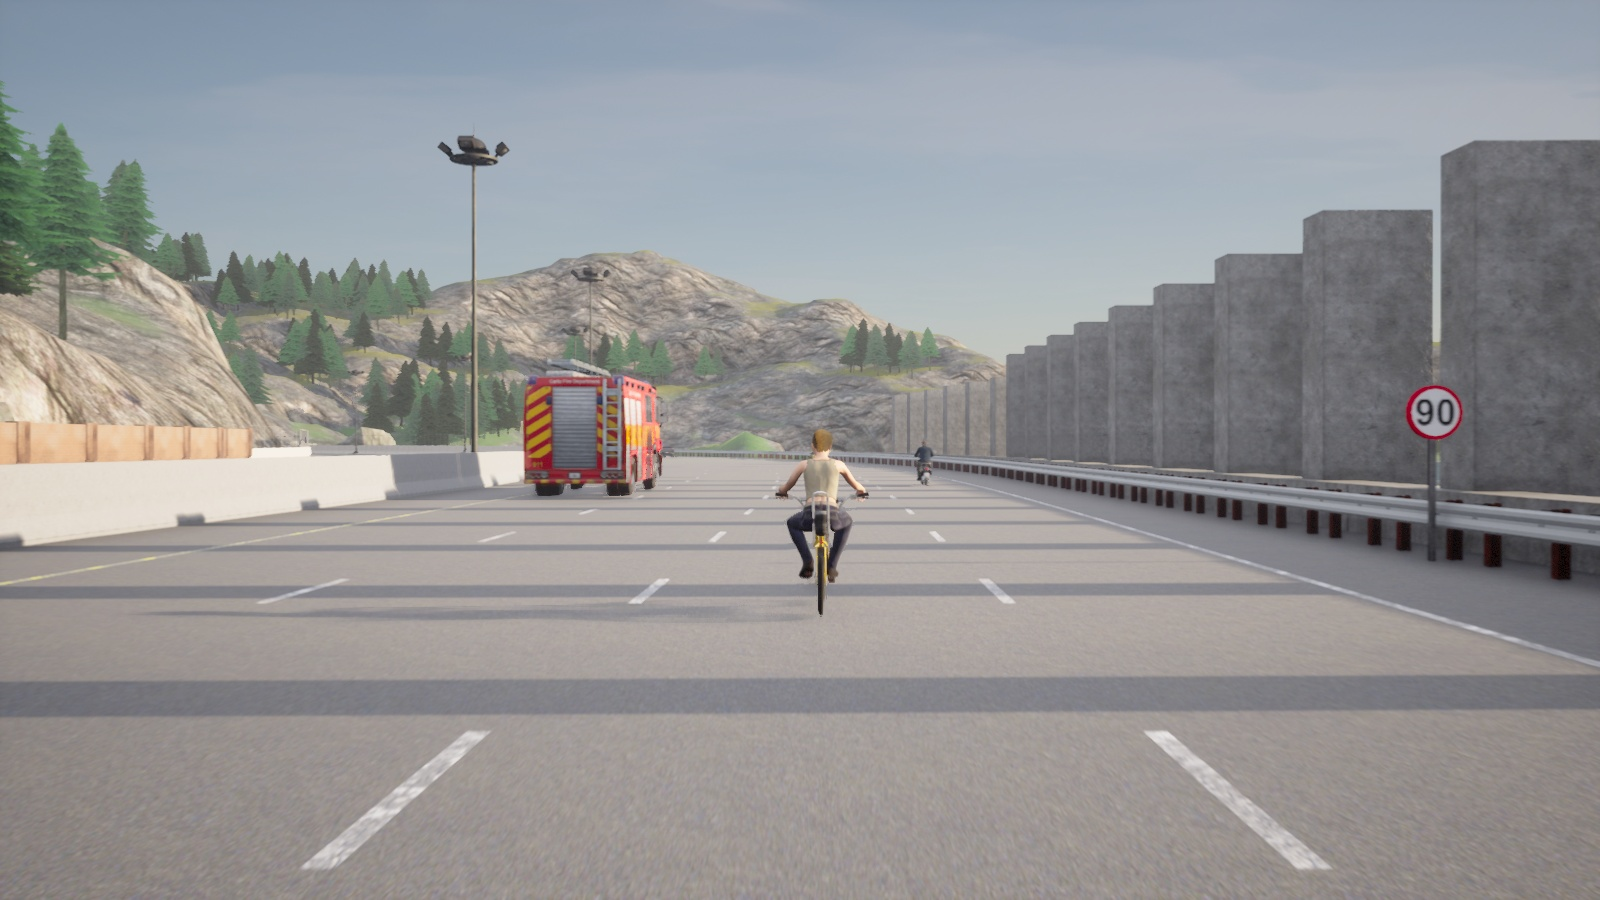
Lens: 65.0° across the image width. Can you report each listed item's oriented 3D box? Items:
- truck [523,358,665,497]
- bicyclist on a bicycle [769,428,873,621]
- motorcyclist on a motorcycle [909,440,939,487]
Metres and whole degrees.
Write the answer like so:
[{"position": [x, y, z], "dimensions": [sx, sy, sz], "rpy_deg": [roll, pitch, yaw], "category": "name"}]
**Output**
[{"position": [-6.138, -0.635, 38.881], "dimensions": [2.891, 3.827, 8.468], "rpy_deg": [0, 0, 1], "category": "truck"}, {"position": [0.196, 0.622, 11.271], "dimensions": [0.866, 1.612, 1.509], "rpy_deg": [0, 0, 2], "category": "bicyclist on a bicycle"}, {"position": [4.369, 0.463, 44.280], "dimensions": [0.866, 1.590, 1.817], "rpy_deg": [0, 0, 0], "category": "motorcyclist on a motorcycle"}]
